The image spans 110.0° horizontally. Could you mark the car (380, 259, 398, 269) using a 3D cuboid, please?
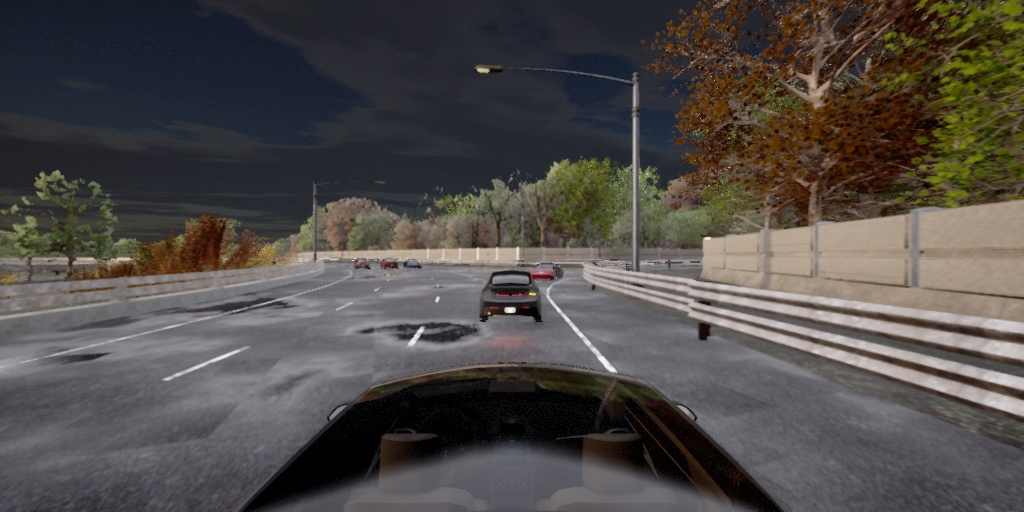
[{"bbox_3d":[-17.639,1.094,51.265,1.882,1.535,5.008,0,0,-29],"label":"car"}]

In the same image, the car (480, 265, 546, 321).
[{"bbox_3d":[-0.002,1.224,12.255,1.837,1.490,4.892,0,0,1],"label":"car"}]

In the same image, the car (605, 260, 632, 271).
[{"bbox_3d":[13.210,1.176,44.181,4.181,1.385,1.994,0,0,-43],"label":"car"}]

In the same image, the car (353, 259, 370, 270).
[{"bbox_3d":[-21.378,1.147,50.789,1.812,1.442,4.674,0,0,-30],"label":"car"}]

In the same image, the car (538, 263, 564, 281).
[{"bbox_3d":[2.955,1.229,29.357,1.994,1.385,4.181,0,0,21],"label":"car"}]

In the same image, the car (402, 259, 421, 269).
[{"bbox_3d":[-15.206,1.170,54.050,1.994,1.385,4.181,0,0,-29],"label":"car"}]
